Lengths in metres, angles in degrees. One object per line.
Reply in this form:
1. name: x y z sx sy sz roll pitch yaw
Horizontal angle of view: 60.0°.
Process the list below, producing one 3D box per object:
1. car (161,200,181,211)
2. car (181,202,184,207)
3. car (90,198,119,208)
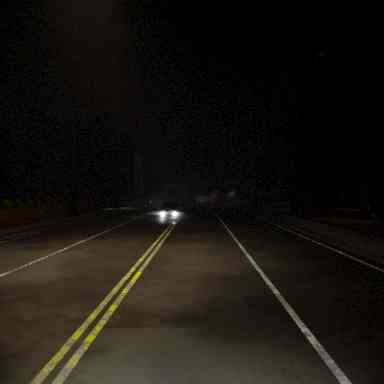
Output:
1. car: -2.757 1.665 41.416 1.895 1.301 4.718 0 -1 1
2. car: -2.336 2.559 59.630 2.033 1.411 5.357 0 -10 2
3. car: -12.733 1.525 46.815 4.674 1.442 1.812 0 0 0
